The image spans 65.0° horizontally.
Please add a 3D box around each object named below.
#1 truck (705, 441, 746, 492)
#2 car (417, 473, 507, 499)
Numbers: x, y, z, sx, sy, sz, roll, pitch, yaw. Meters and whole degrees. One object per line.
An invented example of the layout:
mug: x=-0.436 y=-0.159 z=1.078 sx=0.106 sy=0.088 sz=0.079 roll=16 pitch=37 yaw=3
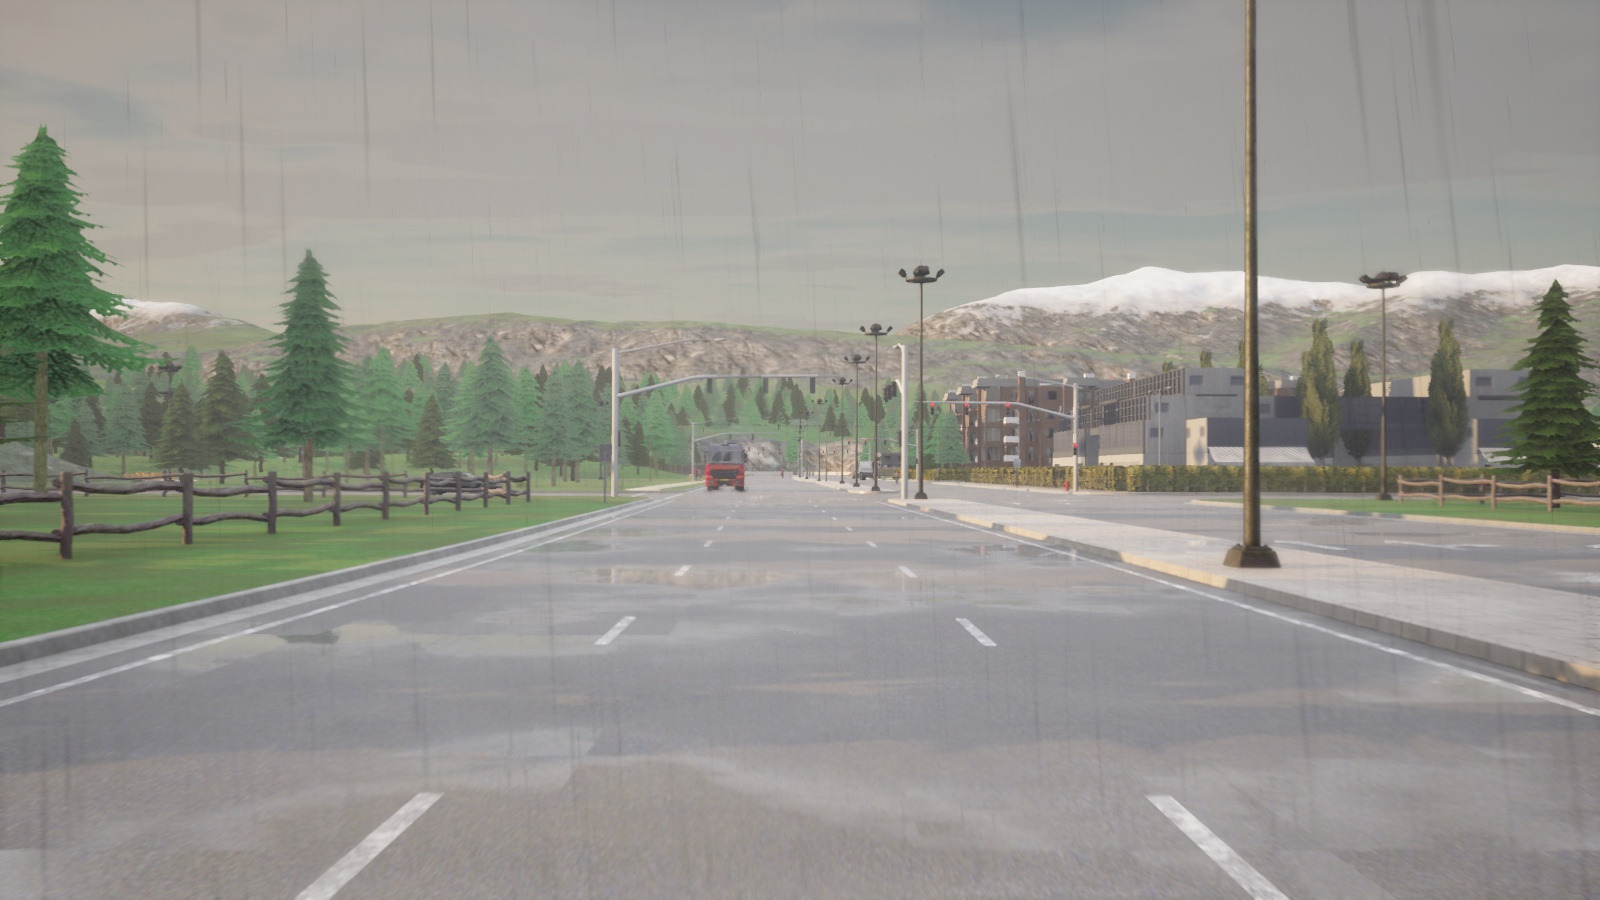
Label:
truck: x=-5.742 y=1.316 z=98.165 sx=2.891 sy=3.827 sz=8.468 roll=0 pitch=-1 yaw=-2
car: x=-20.178 y=2.151 z=75.043 sx=4.792 sy=1.488 sz=2.163 roll=0 pitch=-1 yaw=-1
